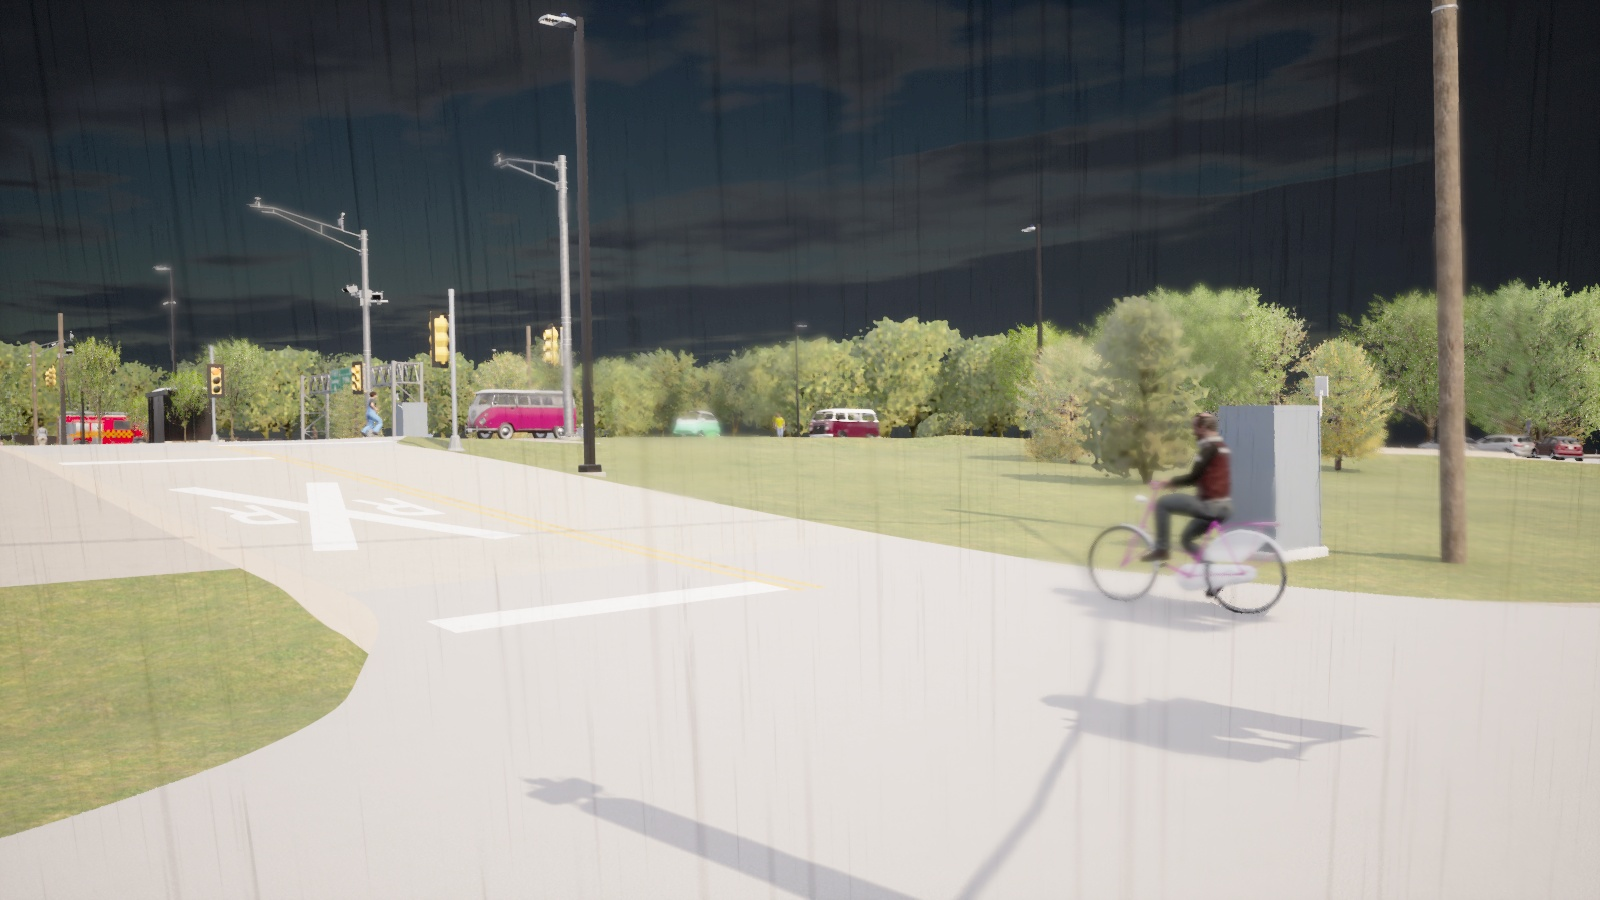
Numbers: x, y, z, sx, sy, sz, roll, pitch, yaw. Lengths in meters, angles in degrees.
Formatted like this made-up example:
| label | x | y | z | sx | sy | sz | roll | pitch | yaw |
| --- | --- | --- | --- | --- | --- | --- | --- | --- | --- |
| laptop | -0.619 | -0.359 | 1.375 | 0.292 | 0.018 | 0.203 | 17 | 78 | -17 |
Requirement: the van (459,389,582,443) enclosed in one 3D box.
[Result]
| label | x | y | z | sx | sy | sz | roll | pitch | yaw |
| --- | --- | --- | --- | --- | --- | --- | --- | --- | --- |
| van | -10.932 | -1.311 | 49.344 | 1.775 | 1.987 | 4.442 | -1 | 0 | 44 |

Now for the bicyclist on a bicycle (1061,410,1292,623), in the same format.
| label | x | y | z | sx | sy | sz | roll | pitch | yaw |
| --- | --- | --- | --- | --- | --- | --- | --- | --- | --- |
| bicyclist on a bicycle | 3.360 | 0.536 | 11.295 | 1.843 | 1.776 | 0.659 | 2 | 2 | 38 |

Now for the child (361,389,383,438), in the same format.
| label | x | y | z | sx | sy | sz | roll | pitch | yaw |
| --- | --- | --- | --- | --- | --- | --- | --- | --- | --- |
| child | -11.079 | -0.948 | 32.512 | 0.270 | 1.263 | 0.437 | -1 | 1 | 39 |

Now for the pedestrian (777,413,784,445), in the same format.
| label | x | y | z | sx | sy | sz | roll | pitch | yaw |
| --- | --- | --- | --- | --- | --- | --- | --- | --- | --- |
| pedestrian | -1.117 | -1.211 | 71.921 | 0.354 | 1.836 | 0.706 | -2 | 1 | -1 |

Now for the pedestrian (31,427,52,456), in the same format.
| label | x | y | z | sx | sy | sz | roll | pitch | yaw |
| --- | --- | --- | --- | --- | --- | --- | --- | --- | --- |
| pedestrian | -49.003 | -0.570 | 81.118 | 0.900 | 1.855 | 0.874 | -1 | 1 | 40 |

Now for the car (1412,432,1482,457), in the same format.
| label | x | y | z | sx | sy | sz | roll | pitch | yaw |
| --- | --- | --- | --- | --- | --- | --- | --- | --- | --- |
| car | 45.169 | -0.388 | 87.723 | 1.851 | 1.617 | 3.988 | 3 | -1 | -27 |

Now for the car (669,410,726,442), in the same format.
| label | x | y | z | sx | sy | sz | roll | pitch | yaw |
| --- | --- | --- | --- | --- | --- | --- | --- | --- | --- |
| car | -4.599 | -1.058 | 56.438 | 1.481 | 1.376 | 2.207 | 0 | -1 | 35 |

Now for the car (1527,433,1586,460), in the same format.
| label | x | y | z | sx | sy | sz | roll | pitch | yaw |
| --- | --- | --- | --- | --- | --- | --- | --- | --- | --- |
| car | 47.372 | -0.248 | 78.689 | 1.789 | 1.549 | 3.705 | 3 | 1 | 8 |

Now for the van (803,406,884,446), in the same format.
| label | x | y | z | sx | sy | sz | roll | pitch | yaw |
| --- | --- | --- | --- | --- | --- | --- | --- | --- | --- |
| van | 2.471 | -1.298 | 70.278 | 2.069 | 2.038 | 4.480 | -2 | -2 | 43 |
